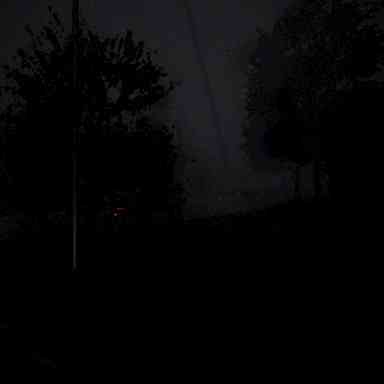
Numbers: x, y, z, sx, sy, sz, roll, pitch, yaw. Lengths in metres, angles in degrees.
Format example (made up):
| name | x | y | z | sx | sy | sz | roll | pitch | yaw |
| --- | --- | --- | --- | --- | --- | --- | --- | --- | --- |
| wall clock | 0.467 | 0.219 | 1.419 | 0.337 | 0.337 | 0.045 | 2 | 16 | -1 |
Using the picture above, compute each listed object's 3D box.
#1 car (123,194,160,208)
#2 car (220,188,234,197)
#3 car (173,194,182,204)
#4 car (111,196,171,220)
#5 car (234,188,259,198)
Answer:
| name | x | y | z | sx | sy | sz | roll | pitch | yaw |
| --- | --- | --- | --- | --- | --- | --- | --- | --- | --- |
| car | -6.133 | 1.073 | 40.879 | 1.994 | 1.385 | 4.181 | 0 | 2 | 39 |
| car | 6.564 | 0.097 | 56.616 | 1.812 | 1.442 | 4.674 | 0 | 3 | 38 |
| car | -3.136 | 1.009 | 39.022 | 1.837 | 1.490 | 4.892 | 0 | 2 | 39 |
| car | -4.131 | 1.348 | 26.411 | 1.837 | 1.490 | 4.892 | 0 | 1 | 39 |
| car | 9.330 | 0.109 | 54.471 | 1.837 | 1.490 | 4.892 | 0 | 3 | 38 |
